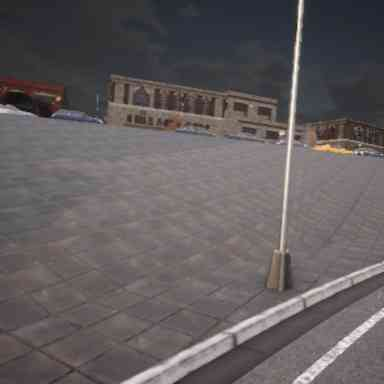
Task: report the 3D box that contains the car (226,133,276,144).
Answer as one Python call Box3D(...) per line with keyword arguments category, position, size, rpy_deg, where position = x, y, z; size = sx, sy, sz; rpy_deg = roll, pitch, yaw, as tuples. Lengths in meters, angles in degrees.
Box3D(category="car", position=(5.644, -5.286, 34.471), size=(4.892, 1.521, 2.231), rpy_deg=(4, 1, -17))

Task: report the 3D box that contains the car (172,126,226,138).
Box3D(category="car", position=(0.379, -5.617, 32.848), size=(4.892, 1.521, 2.231), rpy_deg=(3, 1, -17))

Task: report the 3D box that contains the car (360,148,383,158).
Box3D(category="car", position=(21.294, -4.375, 39.988), size=(4.553, 1.767, 2.185), rpy_deg=(4, 1, -21))

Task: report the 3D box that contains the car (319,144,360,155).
Box3D(category="car", position=(16.126, -4.592, 38.044), size=(5.008, 1.535, 2.097), rpy_deg=(4, 1, -19))

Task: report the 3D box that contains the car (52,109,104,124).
Box3D(category="car", position=(-10.057, -6.375, 29.647), size=(4.553, 1.767, 2.185), rpy_deg=(3, 1, -17))

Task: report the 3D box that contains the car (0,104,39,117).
Box3D(category="car", position=(-15.312, -6.525, 28.044), size=(4.674, 1.452, 2.002), rpy_deg=(3, 1, -17))

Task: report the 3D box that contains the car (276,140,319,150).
Box3D(category="car", position=(10.902, -4.900, 36.201), size=(4.674, 1.452, 2.002), rpy_deg=(4, 1, -18))
